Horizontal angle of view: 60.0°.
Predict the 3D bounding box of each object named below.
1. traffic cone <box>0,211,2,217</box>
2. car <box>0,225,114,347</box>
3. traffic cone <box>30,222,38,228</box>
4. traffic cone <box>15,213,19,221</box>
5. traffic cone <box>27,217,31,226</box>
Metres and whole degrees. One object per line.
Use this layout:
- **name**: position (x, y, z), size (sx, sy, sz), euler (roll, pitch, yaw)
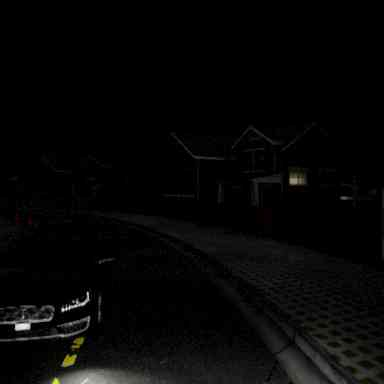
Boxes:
- **traffic cone**: position (-16.813, 1.883, 29.132), size (0.340, 0.580, 0.340), euler (0, 0, 43)
- **car**: position (-2.675, 1.503, 6.720), size (1.837, 1.490, 4.892), euler (0, 0, -11)
- **traffic cone**: position (-8.353, 1.933, 17.887), size (0.340, 0.580, 0.340), euler (0, 0, -21)
- **traffic cone**: position (-13.555, 1.900, 25.727), size (0.340, 0.580, 0.340), euler (0, 0, -40)
- **traffic cone**: position (-10.712, 1.918, 21.971), size (0.340, 0.580, 0.340), euler (0, 0, -34)
